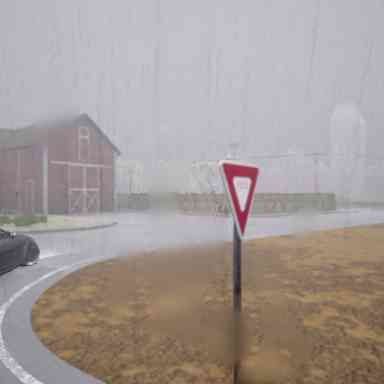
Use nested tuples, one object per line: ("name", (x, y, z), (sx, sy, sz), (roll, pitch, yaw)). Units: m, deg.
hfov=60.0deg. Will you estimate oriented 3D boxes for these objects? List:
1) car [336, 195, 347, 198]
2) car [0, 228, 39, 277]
("car", (36.833, 1.675, 82.027), (2.242, 1.667, 4.611), (0, 0, 35))
("car", (-5.701, 1.563, 8.660), (1.994, 1.385, 4.181), (-1, 1, -3))
